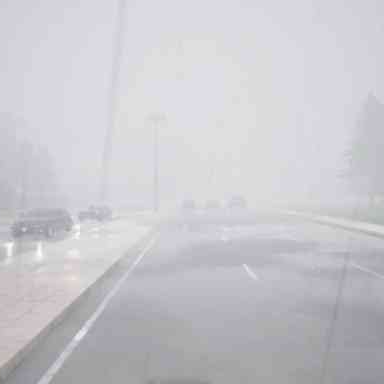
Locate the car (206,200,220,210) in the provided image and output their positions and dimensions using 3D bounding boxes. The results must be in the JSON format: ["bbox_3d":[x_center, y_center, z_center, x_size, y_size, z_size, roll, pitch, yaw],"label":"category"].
[{"bbox_3d":[3.069,1.842,48.778,1.812,1.442,4.674,0,0,-1],"label":"car"}]

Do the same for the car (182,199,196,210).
[{"bbox_3d":[-0.431,1.821,48.739,1.837,1.490,4.892,0,0,-1],"label":"car"}]

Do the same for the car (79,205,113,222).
[{"bbox_3d":[-8.277,1.788,28.670,1.895,1.301,4.718,0,0,0],"label":"car"}]

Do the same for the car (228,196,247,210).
[{"bbox_3d":[6.569,1.538,48.766,2.150,2.045,5.566,0,0,-1],"label":"car"}]

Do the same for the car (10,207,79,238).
[{"bbox_3d":[-8.240,1.628,18.710,1.837,1.490,4.892,0,0,0],"label":"car"}]
